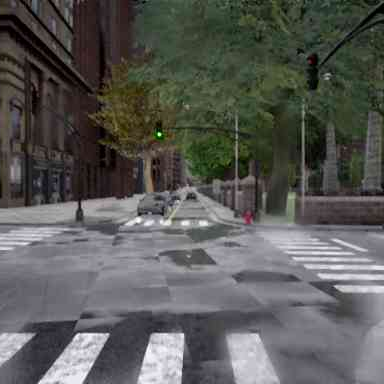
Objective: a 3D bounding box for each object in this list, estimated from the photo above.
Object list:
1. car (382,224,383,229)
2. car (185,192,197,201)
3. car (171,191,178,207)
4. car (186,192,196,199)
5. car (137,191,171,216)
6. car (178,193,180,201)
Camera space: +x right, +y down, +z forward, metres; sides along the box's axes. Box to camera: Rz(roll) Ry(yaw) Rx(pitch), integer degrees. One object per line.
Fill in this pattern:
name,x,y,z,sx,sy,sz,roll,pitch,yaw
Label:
car,11.858,1.585,16.659,4.206,1.307,1.802,1,0,0
car,-0.148,0.751,58.098,1.837,1.490,4.892,0,1,0
car,-3.181,0.962,39.202,2.128,1.511,4.902,0,1,0
car,-0.173,0.704,68.133,1.994,1.385,4.181,0,1,0
car,-3.162,0.974,27.224,2.097,1.767,4.553,0,1,0
car,-3.170,0.602,57.763,2.097,1.767,4.553,0,1,0
